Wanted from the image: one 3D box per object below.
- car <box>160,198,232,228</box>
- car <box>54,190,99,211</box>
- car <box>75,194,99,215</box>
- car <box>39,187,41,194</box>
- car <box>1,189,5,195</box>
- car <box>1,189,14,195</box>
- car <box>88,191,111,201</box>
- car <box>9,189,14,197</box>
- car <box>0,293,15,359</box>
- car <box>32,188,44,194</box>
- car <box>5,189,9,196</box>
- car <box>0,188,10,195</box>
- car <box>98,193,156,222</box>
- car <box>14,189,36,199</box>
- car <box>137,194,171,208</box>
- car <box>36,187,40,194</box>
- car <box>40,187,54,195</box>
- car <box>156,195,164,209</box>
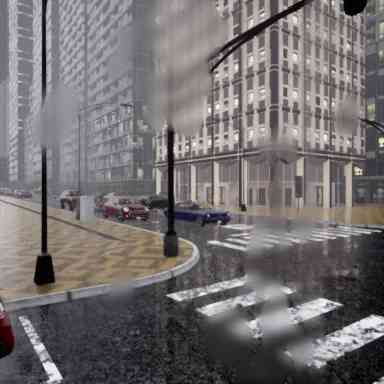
[{"bbox_3d":[0.245,1.311,20.176,1.895,1.301,4.718,0,1,-35],"label":"car"},{"bbox_3d":[-10.953,0.728,31.402,2.192,1.841,5.009,1,0,-36],"label":"car"},{"bbox_3d":[-7.714,1.102,26.871,1.802,1.307,4.206,1,0,-36],"label":"car"},{"bbox_3d":[-33.405,-0.022,77.133,1.887,1.381,4.507,1,0,-36],"label":"car"},{"bbox_3d":[-36.925,0.106,67.656,2.008,1.369,4.403,1,0,-36],"label":"car"},{"bbox_3d":[-40.171,0.015,72.188,1.947,1.339,4.313,1,0,-36],"label":"car"},{"bbox_3d":[-13.924,0.642,49.934,1.947,1.339,4.313,1,0,-36],"label":"car"},{"bbox_3d":[-30.433,0.320,58.593,2.008,1.369,4.403,1,0,-36],"label":"car"},{"bbox_3d":[-4.282,1.440,3.508,4.097,1.590,1.967,0,0,-35],"label":"car"},{"bbox_3d":[-39.899,-0.214,86.201,1.947,1.339,4.313,1,0,-36],"label":"car"},{"bbox_3d":[-33.679,0.207,63.124,1.887,1.381,4.507,1,0,-36],"label":"car"},{"bbox_3d":[-43.416,-0.113,76.719,1.887,1.381,4.507,1,0,-36],"label":"car"},{"bbox_3d":[-4.464,1.068,22.339,1.967,1.590,4.097,1,0,-36],"label":"car"},{"bbox_3d":[-27.187,0.421,54.061,1.887,1.381,4.507,1,0,-36],"label":"car"},{"bbox_3d":[-4.183,0.980,36.332,1.802,1.307,4.206,1,0,-36],"label":"car"},{"bbox_3d":[-36.646,-0.358,81.666,2.192,1.841,5.009,1,0,-36],"label":"car"},{"bbox_3d":[-20.382,0.283,49.154,2.033,1.411,5.357,0,1,-36],"label":"car"},{"bbox_3d":[-4.106,0.952,31.755,1.882,1.535,5.008,0,1,-36],"label":"car"}]
